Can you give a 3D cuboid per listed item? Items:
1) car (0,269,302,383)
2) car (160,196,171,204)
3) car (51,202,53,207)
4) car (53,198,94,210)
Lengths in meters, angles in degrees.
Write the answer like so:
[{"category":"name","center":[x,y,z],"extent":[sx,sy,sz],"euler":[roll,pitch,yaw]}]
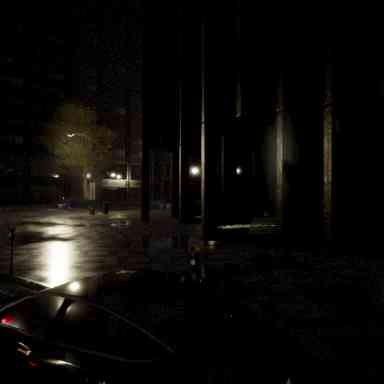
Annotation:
[{"category":"car","center":[-1.013,1.566,3.674],"extent":[4.313,1.339,1.947],"euler":[0,0,35]},{"category":"car","center":[-3.934,1.401,61.995],"extent":[1.812,1.442,4.674],"euler":[0,0,36]},{"category":"car","center":[-16.534,1.478,44.297],"extent":[1.994,1.385,4.181],"euler":[0,0,35]},{"category":"car","center":[-14.449,1.458,41.616],"extent":[1.812,1.442,4.674],"euler":[0,0,35]}]
